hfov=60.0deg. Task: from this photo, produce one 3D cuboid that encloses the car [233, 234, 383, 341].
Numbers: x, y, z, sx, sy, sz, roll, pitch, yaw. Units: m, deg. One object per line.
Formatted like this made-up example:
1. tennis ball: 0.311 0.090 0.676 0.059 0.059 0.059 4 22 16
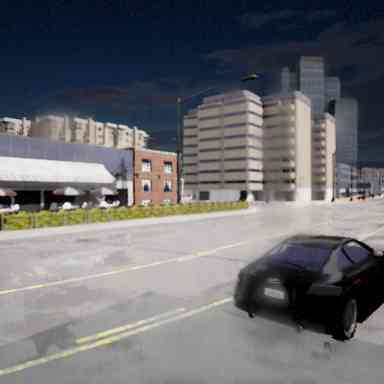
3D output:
1. car: 2.649 1.540 6.636 1.994 1.385 4.181 0 0 43
